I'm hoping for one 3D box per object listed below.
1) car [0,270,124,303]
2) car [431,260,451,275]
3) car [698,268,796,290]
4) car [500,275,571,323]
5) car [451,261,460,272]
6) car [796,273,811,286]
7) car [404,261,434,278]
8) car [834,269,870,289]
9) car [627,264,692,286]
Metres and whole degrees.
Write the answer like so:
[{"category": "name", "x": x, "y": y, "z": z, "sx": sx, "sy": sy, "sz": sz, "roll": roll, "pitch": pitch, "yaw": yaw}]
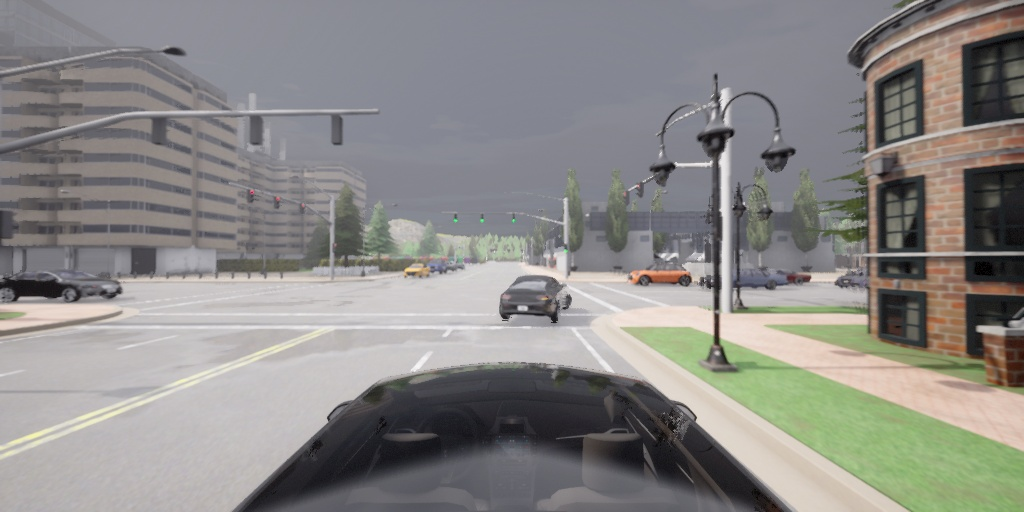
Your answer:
[{"category": "car", "x": -21.913, "y": 1.417, "z": 17.443, "sx": 4.902, "sy": 1.511, "sz": 2.128, "roll": 0, "pitch": -1, "yaw": 0}, {"category": "car", "x": -10.596, "y": 1.517, "z": 50.636, "sx": 2.150, "sy": 2.045, "sz": 5.566, "roll": 0, "pitch": -1, "yaw": 0}, {"category": "car", "x": 15.618, "y": 1.549, "z": 24.284, "sx": 5.357, "sy": 1.411, "sz": 2.033, "roll": 0, "pitch": -1, "yaw": -1}, {"category": "car", "x": 0.916, "y": 1.399, "z": 12.792, "sx": 1.812, "sy": 1.442, "sz": 4.674, "roll": -1, "pitch": -1, "yaw": 15}, {"category": "car", "x": -10.560, "y": 2.012, "z": 60.931, "sx": 1.895, "sy": 1.301, "sz": 4.718, "roll": 0, "pitch": -1, "yaw": 1}, {"category": "car", "x": 20.306, "y": 1.643, "z": 27.910, "sx": 4.718, "sy": 1.301, "sz": 1.895, "roll": 0, "pitch": -1, "yaw": -2}, {"category": "car", "x": -10.655, "y": 1.661, "z": 40.507, "sx": 1.882, "sy": 1.535, "sz": 5.008, "roll": 0, "pitch": -1, "yaw": 2}, {"category": "car", "x": 24.847, "y": 1.572, "z": 24.788, "sx": 4.181, "sy": 1.385, "sz": 1.994, "roll": 0, "pitch": -1, "yaw": -7}, {"category": "car", "x": 11.314, "y": 1.393, "z": 27.777, "sx": 4.553, "sy": 1.767, "sz": 2.097, "roll": 0, "pitch": -1, "yaw": -1}]
